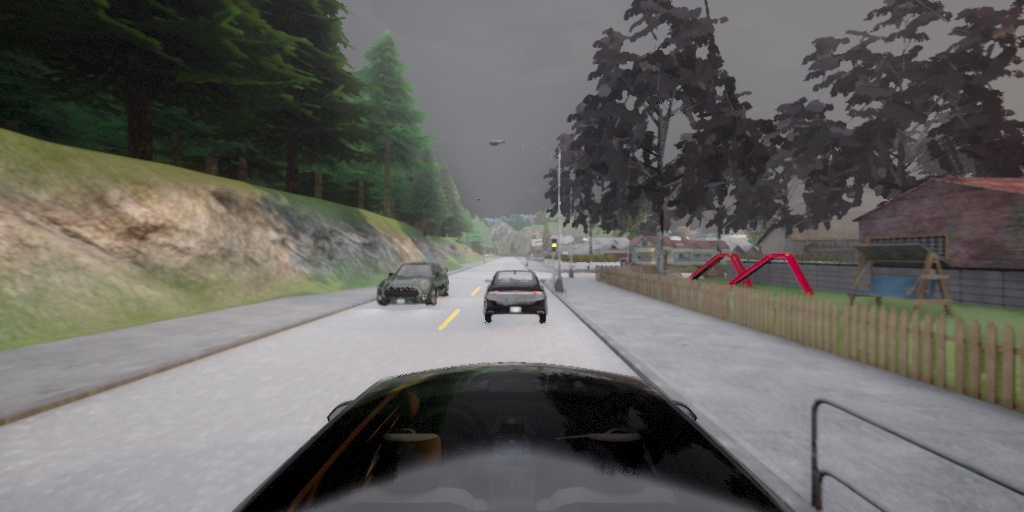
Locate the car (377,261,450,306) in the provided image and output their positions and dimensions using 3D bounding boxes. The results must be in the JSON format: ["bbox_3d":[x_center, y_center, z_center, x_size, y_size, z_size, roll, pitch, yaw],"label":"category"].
[{"bbox_3d":[-4.023,1.050,15.279,2.097,1.767,4.553,0,0,1],"label":"car"}]

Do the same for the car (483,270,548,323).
[{"bbox_3d":[0.100,1.204,11.948,2.128,1.511,4.902,0,0,0],"label":"car"}]
